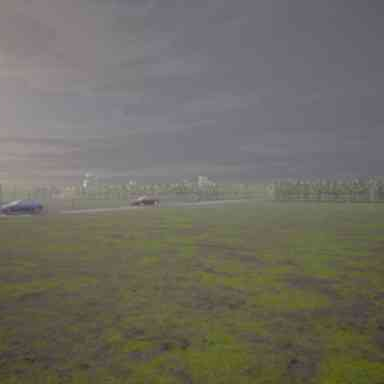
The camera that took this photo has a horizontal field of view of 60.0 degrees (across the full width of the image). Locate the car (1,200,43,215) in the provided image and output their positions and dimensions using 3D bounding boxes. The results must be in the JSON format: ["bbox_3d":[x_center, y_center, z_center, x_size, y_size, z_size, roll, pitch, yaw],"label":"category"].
[{"bbox_3d":[-18.065,1.571,35.007,1.812,1.442,4.674,-1,0,36],"label":"car"}]

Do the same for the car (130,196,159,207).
[{"bbox_3d":[-7.141,1.360,50.105,1.882,1.535,5.008,-1,0,36],"label":"car"}]
